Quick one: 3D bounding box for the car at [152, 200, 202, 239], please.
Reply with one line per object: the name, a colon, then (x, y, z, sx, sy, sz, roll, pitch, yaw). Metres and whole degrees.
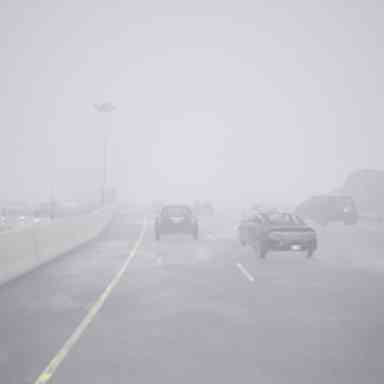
car: (-0.911, 1.376, 17.701, 2.097, 1.767, 4.553, 0, 0, -5)

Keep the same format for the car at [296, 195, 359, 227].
car: (9.110, 1.236, 23.000, 2.150, 2.045, 5.566, 0, 0, -7)

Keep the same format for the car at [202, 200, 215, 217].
car: (0.807, 1.531, 31.311, 2.128, 1.511, 4.902, 0, 0, -10)

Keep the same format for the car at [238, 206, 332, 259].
car: (3.041, 1.503, 12.704, 2.128, 1.511, 4.902, 0, 0, -4)

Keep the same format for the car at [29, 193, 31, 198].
car: (-34.331, 0.995, 72.657, 2.150, 2.045, 5.566, 0, 0, -26)

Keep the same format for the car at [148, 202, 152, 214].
car: (-3.716, 1.602, 36.574, 2.033, 1.411, 5.357, 0, 0, -12)

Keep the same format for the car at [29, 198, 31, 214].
car: (-17.734, 1.601, 34.199, 1.812, 1.442, 4.674, 0, 0, -12)
